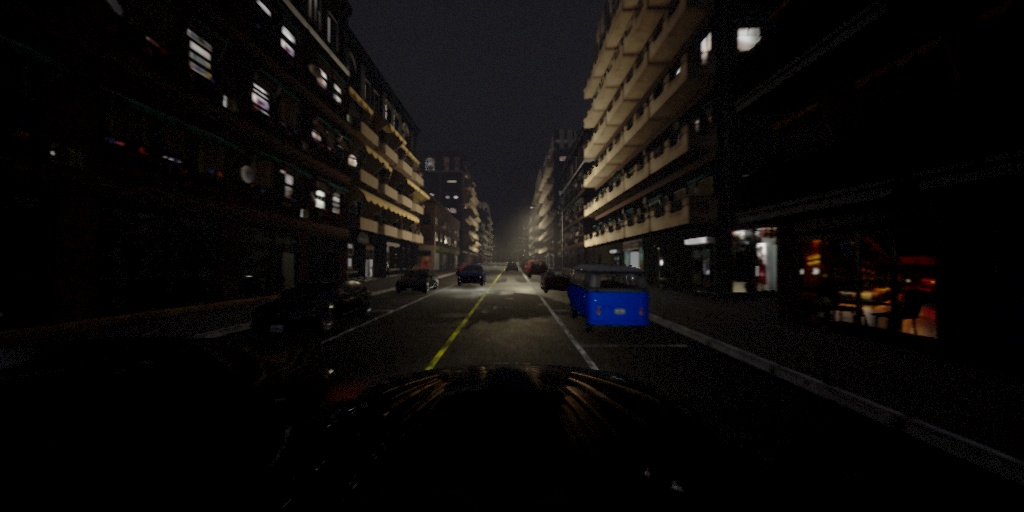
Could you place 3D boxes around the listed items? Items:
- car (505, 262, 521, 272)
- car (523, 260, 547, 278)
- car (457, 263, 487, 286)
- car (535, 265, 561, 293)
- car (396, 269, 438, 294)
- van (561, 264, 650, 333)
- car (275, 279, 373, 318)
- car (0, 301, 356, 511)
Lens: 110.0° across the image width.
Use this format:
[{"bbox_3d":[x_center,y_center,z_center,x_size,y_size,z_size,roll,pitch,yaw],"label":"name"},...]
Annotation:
[{"bbox_3d":[-0.009,1.754,55.482,1.994,1.385,4.181,0,0,0],"label":"car"},{"bbox_3d":[2.684,1.366,38.656,2.192,1.841,5.009,0,0,0],"label":"car"},{"bbox_3d":[-3.010,1.442,27.786,1.882,1.535,5.008,0,-1,0],"label":"car"},{"bbox_3d":[2.687,1.460,21.943,1.888,1.381,4.507,0,0,0],"label":"car"},{"bbox_3d":[-5.694,1.482,21.981,1.948,1.339,4.313,0,0,0],"label":"car"},{"bbox_3d":[2.689,1.165,10.803,1.690,1.789,3.998,0,0,0],"label":"van"},{"bbox_3d":[-5.691,1.391,10.840,1.948,1.339,4.313,0,0,0],"label":"car"},{"bbox_3d":[-3.093,1.301,2.007,2.033,1.411,5.357,0,0,0],"label":"car"}]
